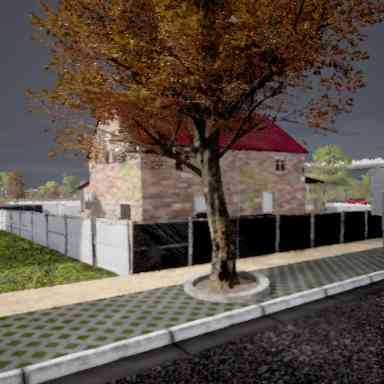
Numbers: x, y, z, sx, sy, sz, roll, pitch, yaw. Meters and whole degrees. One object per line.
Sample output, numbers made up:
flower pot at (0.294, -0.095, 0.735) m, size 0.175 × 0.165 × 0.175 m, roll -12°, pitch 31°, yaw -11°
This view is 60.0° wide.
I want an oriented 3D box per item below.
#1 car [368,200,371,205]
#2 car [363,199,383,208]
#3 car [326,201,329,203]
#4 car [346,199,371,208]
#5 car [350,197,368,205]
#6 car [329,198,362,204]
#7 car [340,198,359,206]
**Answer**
car at (23.785, 1.943, 40.128) m, size 2.097 × 1.767 × 4.553 m, roll -2°, pitch -1°, yaw 1°
car at (33.806, 2.075, 61.211) m, size 2.128 × 1.511 × 4.902 m, roll -2°, pitch -1°, yaw 0°
car at (30.642, 2.209, 71.664) m, size 2.033 × 1.411 × 5.357 m, roll -2°, pitch -1°, yaw 0°
car at (30.560, 2.155, 61.243) m, size 2.128 × 1.511 × 4.902 m, roll -2°, pitch -1°, yaw 0°
car at (27.203, 1.884, 54.295) m, size 2.150 × 2.045 × 5.566 m, roll -2°, pitch -1°, yaw 1°
car at (23.914, 2.219, 52.077) m, size 2.128 × 1.511 × 4.902 m, roll -2°, pitch -1°, yaw 1°
car at (33.890, 2.078, 71.638) m, size 1.837 × 1.490 × 4.892 m, roll -2°, pitch -1°, yaw 0°
